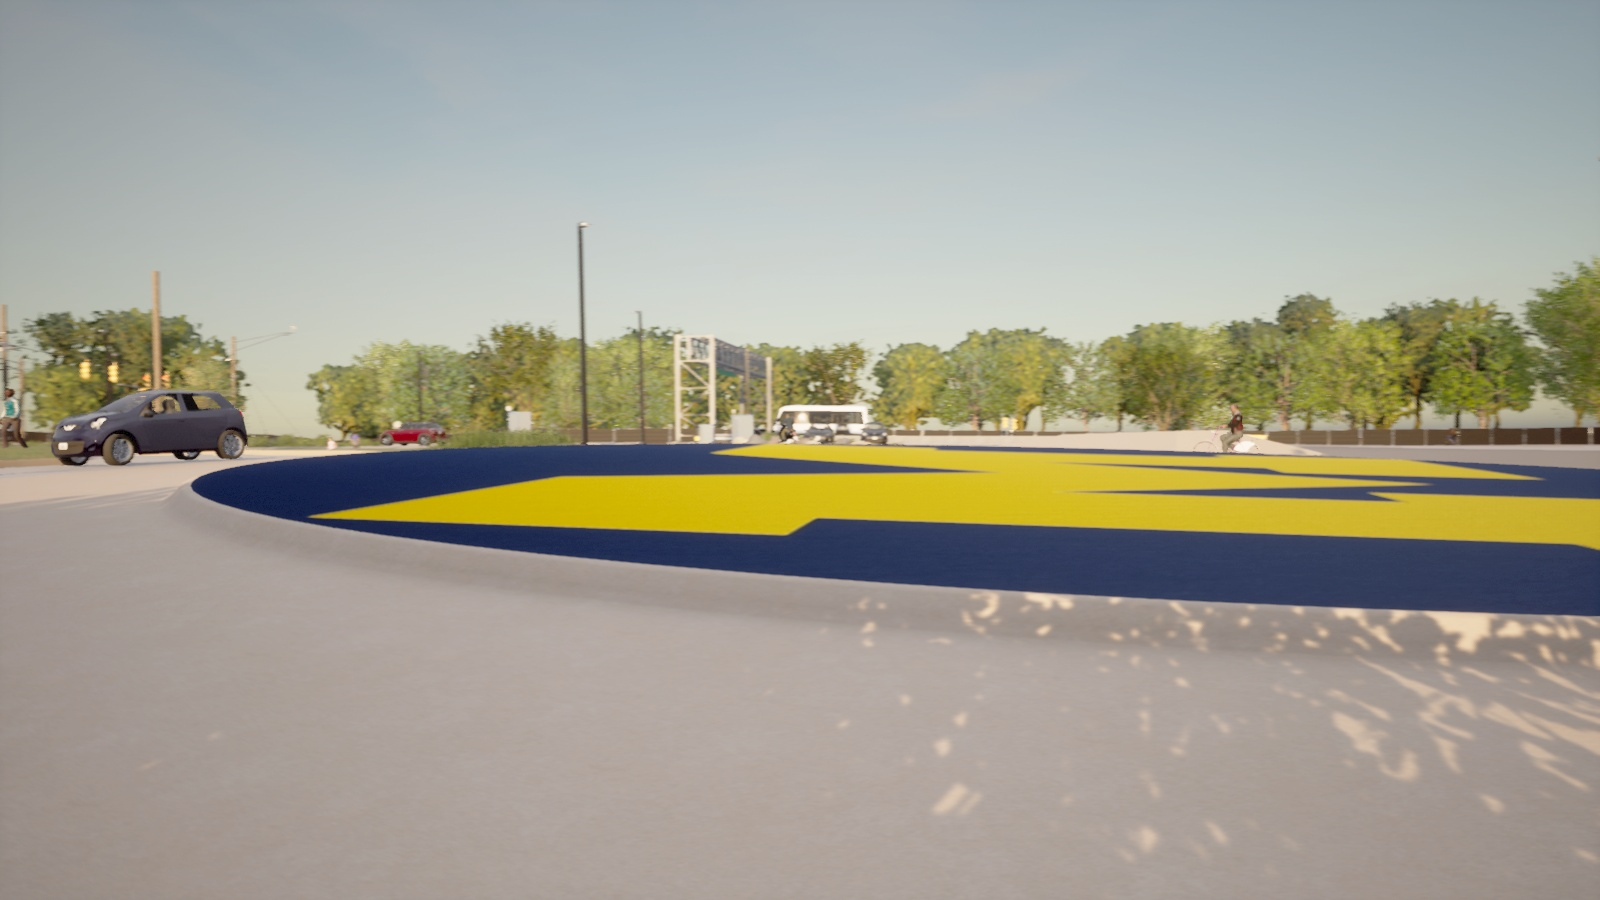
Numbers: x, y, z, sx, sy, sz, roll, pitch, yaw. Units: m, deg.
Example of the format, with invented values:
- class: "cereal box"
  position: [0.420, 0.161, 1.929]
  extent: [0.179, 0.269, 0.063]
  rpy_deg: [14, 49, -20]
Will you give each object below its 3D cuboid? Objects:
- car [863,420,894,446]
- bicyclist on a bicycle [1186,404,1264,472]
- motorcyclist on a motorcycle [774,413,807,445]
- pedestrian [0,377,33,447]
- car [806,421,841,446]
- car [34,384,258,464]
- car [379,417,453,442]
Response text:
- class: "car"
  position: [5.043, -1.080, 81.092]
  extent: [1.851, 1.617, 3.988]
  rpy_deg: [1, 1, 2]
- class: "bicyclist on a bicycle"
  position: [11.749, -0.339, 34.756]
  extent: [1.843, 1.776, 0.659]
  rpy_deg: [3, 0, 4]
- class: "motorcyclist on a motorcycle"
  position: [-0.457, -1.045, 62.104]
  extent: [0.866, 1.590, 1.817]
  rpy_deg: [-1, 1, -29]
- class: "pedestrian"
  position: [-21.884, -1.054, 35.076]
  extent: [0.396, 1.930, 0.692]
  rpy_deg: [-1, 0, 6]
- class: "car"
  position: [1.580, -1.091, 83.142]
  extent: [2.007, 1.525, 4.514]
  rpy_deg: [2, 0, 5]
- class: "car"
  position: [-13.367, -0.561, 25.868]
  extent: [1.845, 1.501, 3.633]
  rpy_deg: [-1, 2, 28]
- class: "car"
  position: [-26.752, -1.419, 87.552]
  extent: [4.553, 1.767, 2.097]
  rpy_deg: [0, 0, 18]
